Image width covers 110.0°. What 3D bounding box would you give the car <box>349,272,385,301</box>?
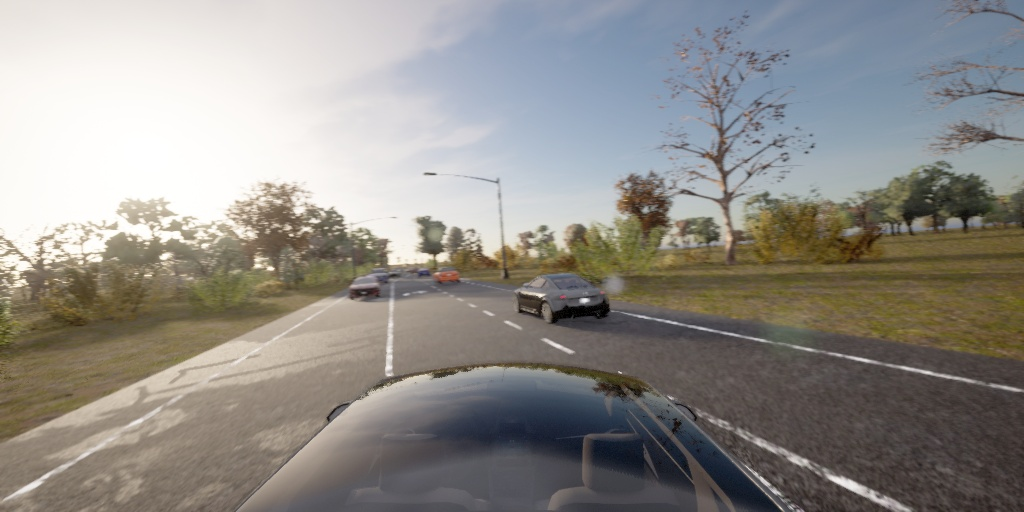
[{"bbox_3d":[-10.475,2.225,25.796,1.882,1.535,5.008,-4,0,-18],"label":"car"}]

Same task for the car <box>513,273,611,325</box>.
[{"bbox_3d":[1.434,1.286,11.983,1.994,1.385,4.181,-4,0,-18],"label":"car"}]

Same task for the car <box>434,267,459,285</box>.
[{"bbox_3d":[-6.848,1.912,37.067,2.097,1.767,4.553,-4,0,-18],"label":"car"}]

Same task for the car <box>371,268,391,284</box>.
[{"bbox_3d":[-17.453,2.670,47.001,2.150,2.045,5.566,-4,0,-18],"label":"car"}]
